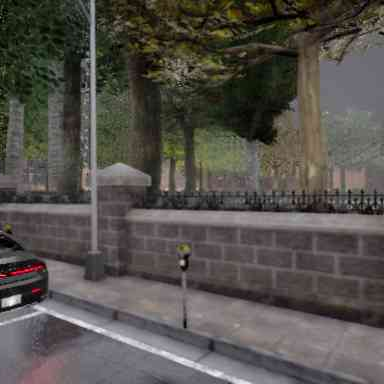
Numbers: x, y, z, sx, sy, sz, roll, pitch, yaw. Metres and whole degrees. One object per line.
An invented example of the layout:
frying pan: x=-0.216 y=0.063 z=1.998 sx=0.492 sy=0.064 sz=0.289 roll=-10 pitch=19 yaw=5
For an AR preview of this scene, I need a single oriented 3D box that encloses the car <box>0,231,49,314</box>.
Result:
car: x=-4.863 y=1.502 z=6.747 sx=4.892 sy=1.490 sz=1.837 roll=0 pitch=0 yaw=35
